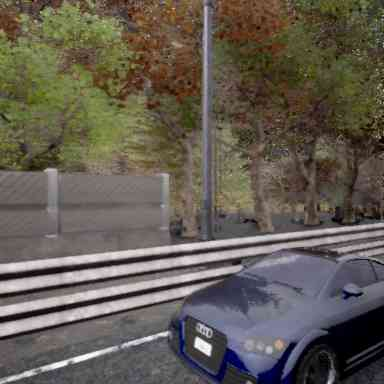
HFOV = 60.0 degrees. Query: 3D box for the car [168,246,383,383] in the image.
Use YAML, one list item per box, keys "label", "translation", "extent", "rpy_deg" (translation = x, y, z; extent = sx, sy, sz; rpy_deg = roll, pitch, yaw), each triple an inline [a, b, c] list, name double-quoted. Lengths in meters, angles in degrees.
- label: "car"
  translation: [1.746, 1.567, 4.930]
  extent: [4.181, 1.385, 1.994]
  rpy_deg: [0, 0, -35]
